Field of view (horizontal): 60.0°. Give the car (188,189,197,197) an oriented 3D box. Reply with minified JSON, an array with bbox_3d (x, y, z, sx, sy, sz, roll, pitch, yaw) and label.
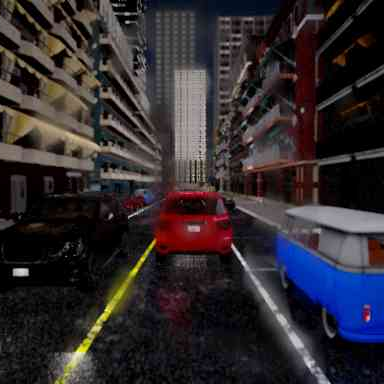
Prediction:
[{"bbox_3d":[0.119,0.246,64.878,1.812,1.442,4.674,0,1,0],"label":"car"}]

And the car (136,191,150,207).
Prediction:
[{"bbox_3d":[-5.690,0.877,33.570,1.887,1.381,4.507,-1,1,0],"label":"car"}]

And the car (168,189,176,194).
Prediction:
[{"bbox_3d":[-5.673,-0.266,94.317,1.802,1.307,4.206,-1,1,0],"label":"car"}]

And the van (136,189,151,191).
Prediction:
[{"bbox_3d":[-5.691,0.565,39.088,1.690,1.788,3.998,-1,1,0],"label":"van"}]

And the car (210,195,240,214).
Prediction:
[{"bbox_3d":[2.689,0.992,28.032,2.008,1.369,4.403,-1,1,0],"label":"car"}]

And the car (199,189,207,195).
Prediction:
[{"bbox_3d":[2.704,-0.113,83.425,1.752,1.417,4.829,-1,1,0],"label":"car"}]

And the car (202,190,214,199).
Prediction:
[{"bbox_3d":[2.696,0.422,55.814,1.752,1.417,4.829,-1,1,0],"label":"car"}]

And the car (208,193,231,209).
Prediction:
[{"bbox_3d":[2.691,0.883,33.554,2.008,1.369,4.403,-1,1,0],"label":"car"}]

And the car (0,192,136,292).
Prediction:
[{"bbox_3d":[-3.099,1.044,8.772,2.150,2.045,5.566,0,1,0],"label":"car"}]

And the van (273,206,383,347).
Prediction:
[{"bbox_3d":[2.682,1.220,5.939,1.690,1.788,3.998,-1,1,0],"label":"van"}]

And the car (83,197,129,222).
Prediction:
[{"bbox_3d":[-5.693,1.116,22.525,1.947,1.339,4.313,0,1,0],"label":"car"}]

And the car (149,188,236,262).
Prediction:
[{"bbox_3d":[0.035,0.995,11.253,2.150,2.045,5.566,0,1,0],"label":"car"}]

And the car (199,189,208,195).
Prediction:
[{"bbox_3d":[2.703,0.022,77.733,2.008,1.369,4.403,-1,1,0],"label":"car"}]

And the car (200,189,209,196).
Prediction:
[{"bbox_3d":[2.702,0.123,72.210,1.887,1.381,4.507,-1,1,0],"label":"car"}]

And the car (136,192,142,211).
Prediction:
[{"bbox_3d":[-5.691,0.986,28.047,1.887,1.381,4.507,0,1,0],"label":"car"}]

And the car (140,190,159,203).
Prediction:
[{"bbox_3d":[-5.688,0.555,44.613,1.967,1.590,4.097,-1,1,0],"label":"car"}]

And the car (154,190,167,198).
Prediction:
[{"bbox_3d":[-5.683,0.358,61.183,1.947,1.339,4.313,-1,1,0],"label":"car"}]

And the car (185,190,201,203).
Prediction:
[{"bbox_3d":[0.114,0.585,45.762,2.128,1.511,4.902,0,1,0],"label":"car"}]

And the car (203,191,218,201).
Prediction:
[{"bbox_3d":[2.695,0.558,50.122,2.008,1.369,4.403,-1,1,0],"label":"car"}]
